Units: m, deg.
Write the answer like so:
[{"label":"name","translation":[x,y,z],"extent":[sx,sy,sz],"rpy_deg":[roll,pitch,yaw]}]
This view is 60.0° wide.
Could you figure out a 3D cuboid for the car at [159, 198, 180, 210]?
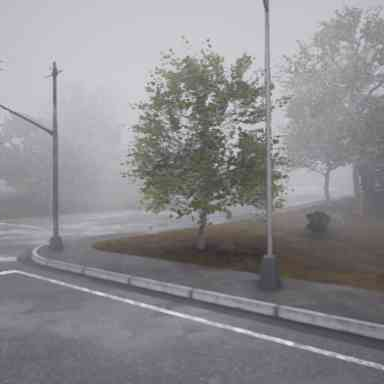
[{"label":"car","translation":[-3.456,1.499,41.055],"extent":[1.837,1.490,4.892],"rpy_deg":[-1,2,38]}]
